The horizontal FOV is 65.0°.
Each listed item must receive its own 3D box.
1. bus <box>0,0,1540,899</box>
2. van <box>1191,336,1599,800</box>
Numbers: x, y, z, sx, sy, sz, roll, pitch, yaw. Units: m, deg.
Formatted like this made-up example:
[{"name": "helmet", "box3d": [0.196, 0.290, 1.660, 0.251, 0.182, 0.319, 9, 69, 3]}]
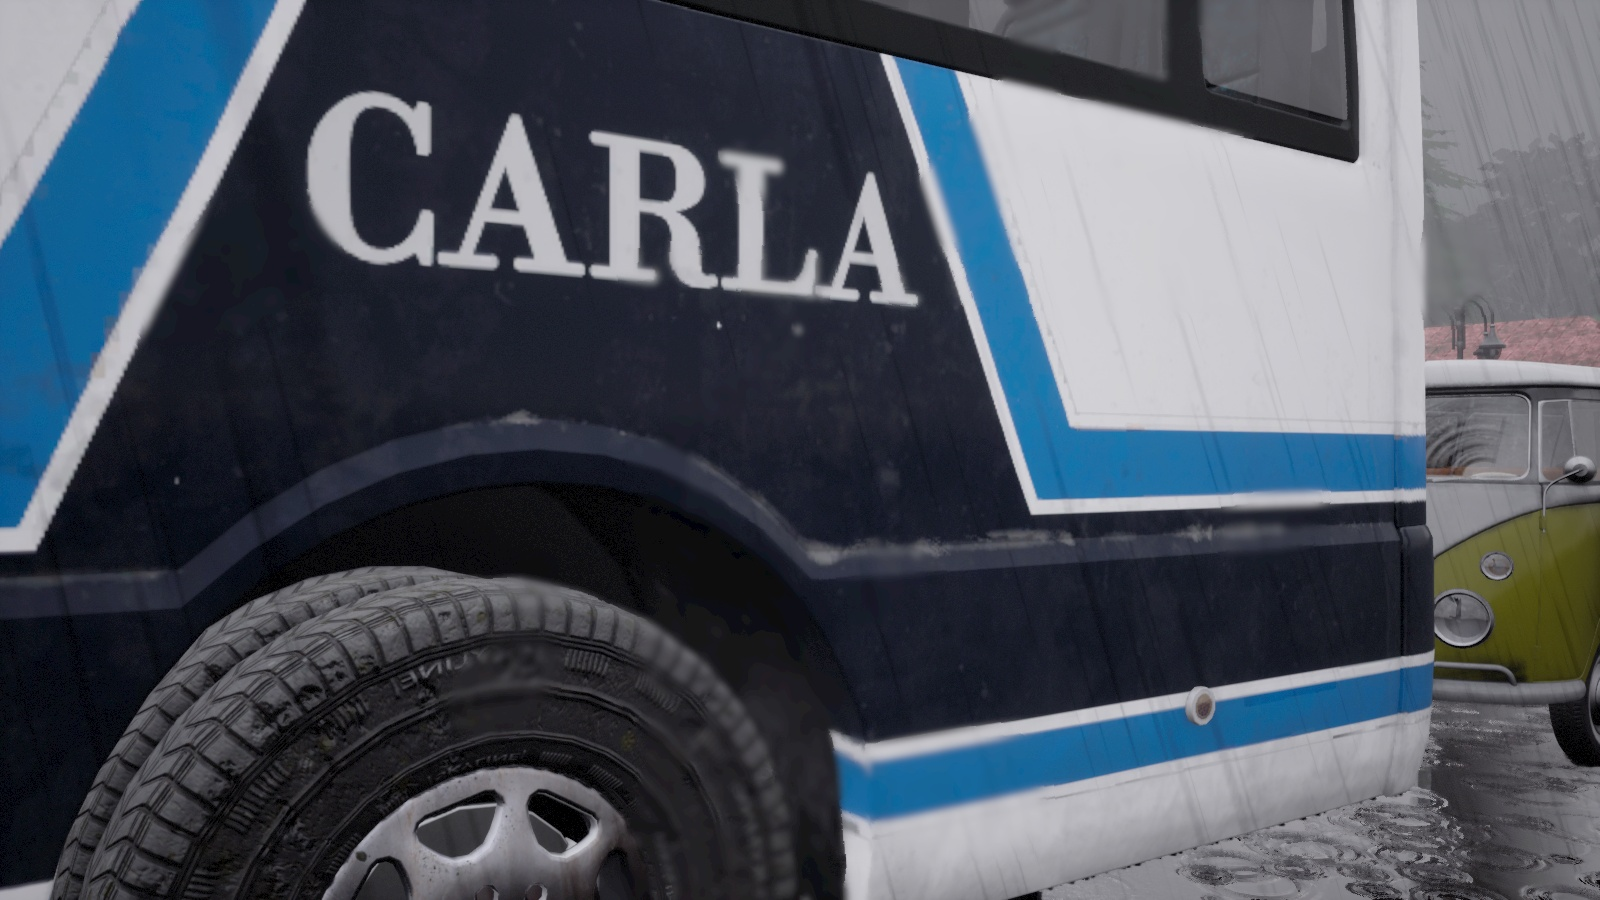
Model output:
[{"name": "bus", "box3d": [-3.492, -0.620, 1.849, 10.273, 4.253, 3.944, 0, 0, -35]}, {"name": "van", "box3d": [4.461, 0.505, 7.382, 4.442, 1.987, 1.775, 0, 0, -35]}]
